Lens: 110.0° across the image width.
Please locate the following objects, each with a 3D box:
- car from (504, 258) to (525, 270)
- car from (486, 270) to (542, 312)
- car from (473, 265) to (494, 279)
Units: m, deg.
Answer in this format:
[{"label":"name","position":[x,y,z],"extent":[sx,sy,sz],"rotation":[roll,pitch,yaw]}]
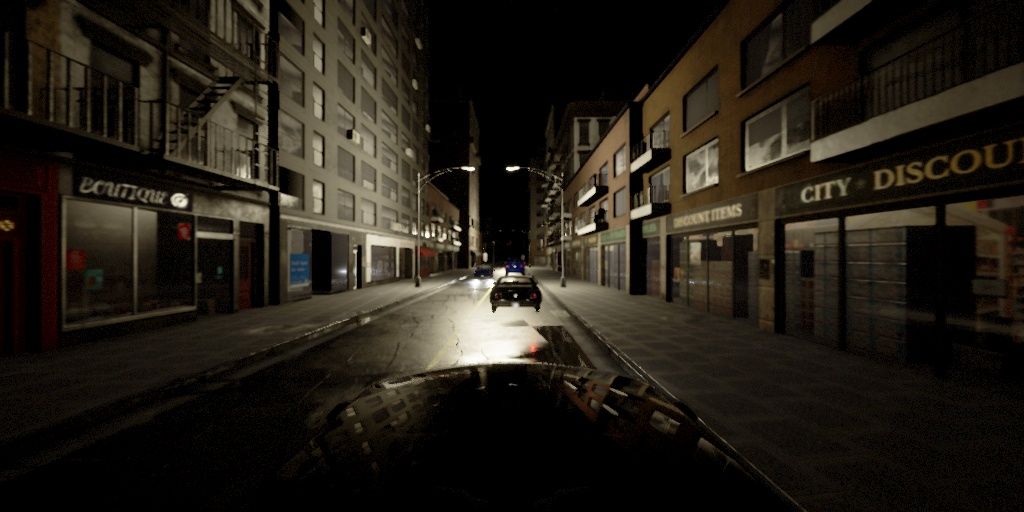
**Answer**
[{"label":"car","position":[0.326,1.263,40.683],"extent":[2.150,2.045,5.566],"rotation":[0,-1,0]},{"label":"car","position":[0.150,1.443,14.725],"extent":[1.895,1.301,4.718],"rotation":[0,0,1]},{"label":"car","position":[-2.801,1.608,36.257],"extent":[1.895,1.301,4.718],"rotation":[0,0,0]}]
